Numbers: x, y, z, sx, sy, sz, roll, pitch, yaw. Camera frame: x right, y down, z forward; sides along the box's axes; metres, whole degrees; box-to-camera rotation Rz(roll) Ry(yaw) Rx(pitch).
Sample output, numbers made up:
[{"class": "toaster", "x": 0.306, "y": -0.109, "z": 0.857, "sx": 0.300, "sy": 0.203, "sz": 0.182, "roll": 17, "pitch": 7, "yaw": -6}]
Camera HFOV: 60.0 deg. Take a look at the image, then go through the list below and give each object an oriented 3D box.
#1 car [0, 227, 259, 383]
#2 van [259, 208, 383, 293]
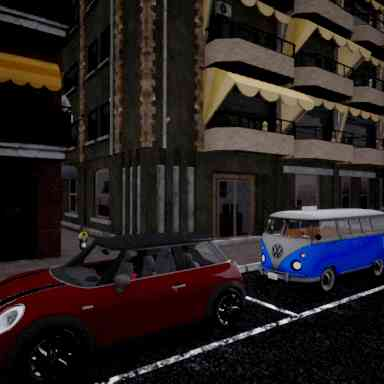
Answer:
[{"class": "car", "x": -1.134, "y": 1.440, "z": 5.283, "sx": 4.097, "sy": 1.590, "sz": 1.967, "roll": 0, "pitch": 0, "yaw": -35}, {"class": "van", "x": 3.500, "y": 1.343, "z": 8.584, "sx": 3.998, "sy": 1.788, "sz": 1.690, "roll": 0, "pitch": 0, "yaw": -35}]
